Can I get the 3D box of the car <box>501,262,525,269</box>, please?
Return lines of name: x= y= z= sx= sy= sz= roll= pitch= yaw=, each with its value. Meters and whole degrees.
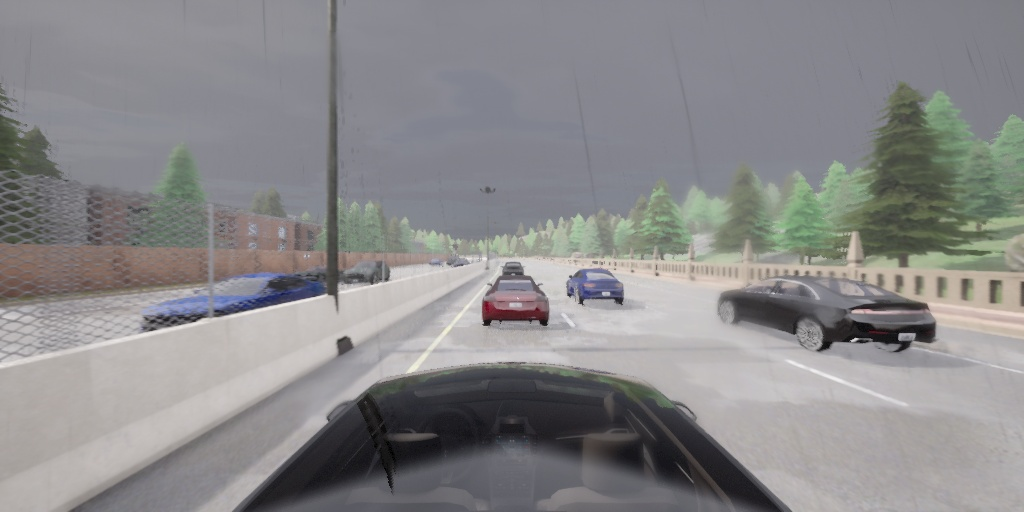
car: x=0.101 y=1.256 z=31.493 sx=1.837 sy=1.490 sz=4.892 roll=0 pitch=0 yaw=0

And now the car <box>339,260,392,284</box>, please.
car: x=-10.600 y=1.103 z=26.527 sx=2.097 sy=1.767 sz=4.553 roll=0 pitch=0 yaw=0

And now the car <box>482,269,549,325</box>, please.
car: x=0.100 y=1.314 z=11.853 sx=1.994 sy=1.385 sz=4.181 roll=0 pitch=0 yaw=0

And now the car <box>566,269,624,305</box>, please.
car: x=3.587 y=1.276 z=15.981 sx=1.812 sy=1.442 sz=4.674 roll=0 pitch=0 yaw=0

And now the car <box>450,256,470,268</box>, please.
car: x=-7.309 y=1.105 z=52.302 sx=2.097 sy=1.767 sz=4.553 roll=0 pitch=0 yaw=-1

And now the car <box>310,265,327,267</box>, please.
car: x=-14.100 y=1.352 z=26.430 sx=1.895 sy=1.301 sz=4.718 roll=0 pitch=0 yaw=0

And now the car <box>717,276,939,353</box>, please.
car: x=7.102 y=1.242 z=8.868 sx=2.128 sy=1.511 sz=4.902 roll=0 pitch=0 yaw=0

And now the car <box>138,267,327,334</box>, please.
car: x=-7.101 y=1.228 z=9.807 sx=1.882 sy=1.535 sz=5.008 roll=0 pitch=0 yaw=0
